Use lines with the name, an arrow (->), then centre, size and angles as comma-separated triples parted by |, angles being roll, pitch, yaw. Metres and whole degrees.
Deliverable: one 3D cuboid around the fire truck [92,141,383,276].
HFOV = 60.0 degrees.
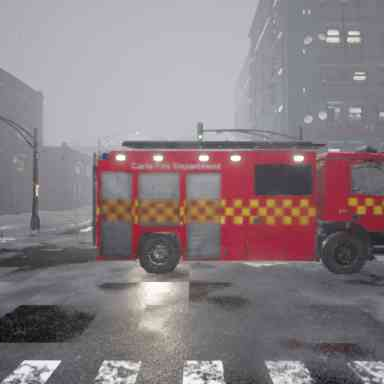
fire truck -> 1.552, 0.336, 10.273 | 8.468, 3.827, 2.891 | 0, 0, 1
